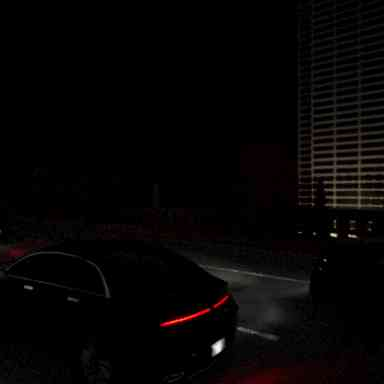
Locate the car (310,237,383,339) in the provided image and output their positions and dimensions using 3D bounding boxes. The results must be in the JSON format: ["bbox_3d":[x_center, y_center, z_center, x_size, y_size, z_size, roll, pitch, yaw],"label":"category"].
[{"bbox_3d":[4.731,1.223,4.917,5.566,2.045,2.150,0,0,35],"label":"car"}]

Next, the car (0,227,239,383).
[{"bbox_3d":[-1.670,1.503,5.182,4.892,1.490,1.837,0,0,35],"label":"car"}]

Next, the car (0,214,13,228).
[{"bbox_3d":[-10.135,1.518,15.515,4.674,1.442,1.812,0,0,35],"label":"car"}]
